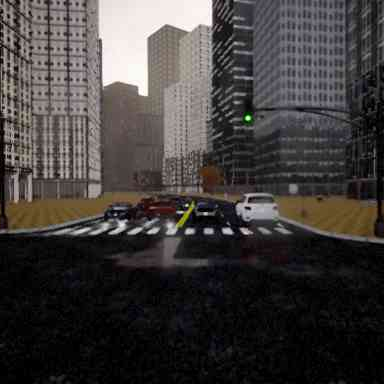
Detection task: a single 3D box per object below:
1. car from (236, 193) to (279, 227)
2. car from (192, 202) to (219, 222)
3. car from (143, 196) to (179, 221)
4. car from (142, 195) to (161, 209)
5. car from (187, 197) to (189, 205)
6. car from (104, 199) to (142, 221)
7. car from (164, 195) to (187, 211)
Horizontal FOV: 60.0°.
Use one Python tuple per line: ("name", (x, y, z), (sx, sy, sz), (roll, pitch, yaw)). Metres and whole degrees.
("car", (4.168, 1.111, 21.912), (2.150, 2.045, 5.566), (0, 0, 2))
("car", (1.011, 1.459, 24.943), (1.994, 1.385, 4.181), (0, 0, 2))
("car", (-2.367, 1.385, 26.837), (1.882, 1.535, 5.008), (0, 0, 2))
("car", (-5.195, 1.342, 39.165), (1.882, 1.535, 5.008), (0, 0, 2))
("car", (-1.513, 1.269, 54.450), (1.837, 1.490, 4.892), (0, 0, 1))
("car", (-5.626, 1.492, 26.685), (1.994, 1.385, 4.181), (0, 0, 2))
("car", (-1.957, 1.351, 38.802), (1.837, 1.490, 4.892), (0, 0, 2))
